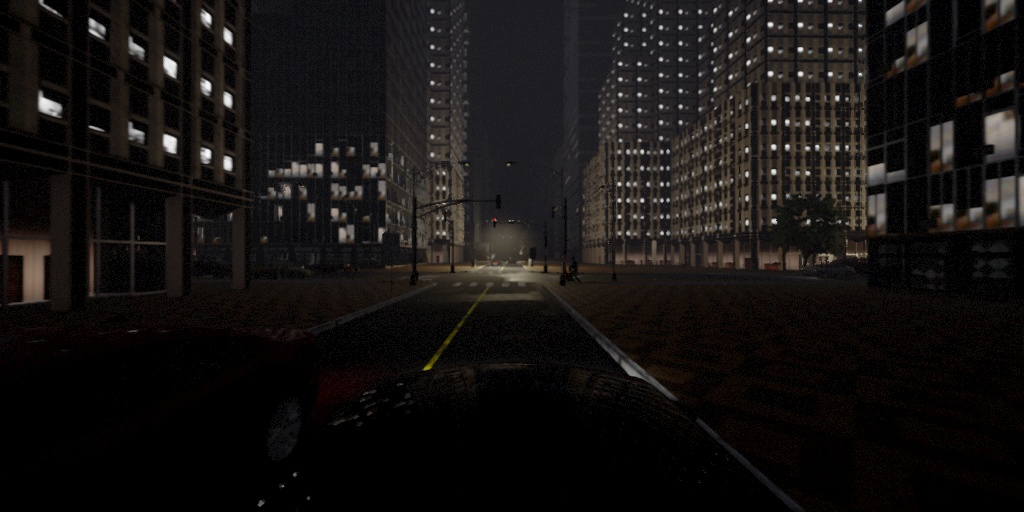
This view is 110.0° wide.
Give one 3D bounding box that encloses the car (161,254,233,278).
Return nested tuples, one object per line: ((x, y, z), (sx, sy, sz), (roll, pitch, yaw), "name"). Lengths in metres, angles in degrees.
((-24.754, 0.898, 29.147), (5.009, 1.841, 2.192), (0, 0, -1), "car")

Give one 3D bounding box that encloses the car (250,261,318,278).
((-18.906, 1.142, 29.214), (4.829, 1.417, 1.751), (0, 0, -1), "car")

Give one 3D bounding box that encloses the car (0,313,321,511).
((-3.100, 1.227, 1.998), (1.882, 1.535, 5.008), (0, 0, 0), "car")

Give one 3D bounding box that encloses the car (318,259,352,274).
((-19.218, 1.080, 37.850), (4.097, 1.591, 1.967), (0, 0, -1), "car")

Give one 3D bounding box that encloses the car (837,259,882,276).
((35.962, 1.210, 38.634), (5.009, 1.841, 2.192), (0, 0, -1), "car")

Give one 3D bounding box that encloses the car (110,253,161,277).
((-31.837, 0.769, 31.727), (5.566, 2.045, 2.150), (0, 0, -1), "car")

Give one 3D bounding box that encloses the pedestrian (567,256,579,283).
((4.029, 0.872, 23.588), (0.375, 1.860, 0.375), (0, 0, 0), "pedestrian")

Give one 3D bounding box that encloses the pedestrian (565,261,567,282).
((3.943, 1.151, 24.187), (0.375, 1.300, 0.375), (0, 0, 0), "pedestrian")

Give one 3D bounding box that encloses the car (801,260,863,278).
((31.726, 1.398, 35.965), (4.674, 1.442, 1.812), (0, 0, -1), "car")

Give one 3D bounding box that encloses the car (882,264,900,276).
((41.658, 1.480, 38.728), (4.313, 1.339, 1.948), (0, 0, -1), "car")

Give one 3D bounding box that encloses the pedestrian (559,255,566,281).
((3.624, 0.869, 24.788), (0.375, 1.860, 0.375), (0, 0, 0), "pedestrian")
